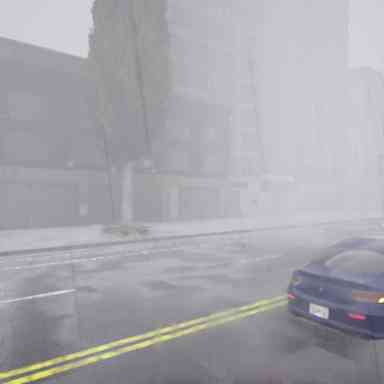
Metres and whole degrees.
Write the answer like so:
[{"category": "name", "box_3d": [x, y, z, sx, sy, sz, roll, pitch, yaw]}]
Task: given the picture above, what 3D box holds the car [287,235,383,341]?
[{"category": "car", "box_3d": [3.678, 1.522, 6.065, 4.674, 1.442, 1.812, 0, 0, -35]}]
